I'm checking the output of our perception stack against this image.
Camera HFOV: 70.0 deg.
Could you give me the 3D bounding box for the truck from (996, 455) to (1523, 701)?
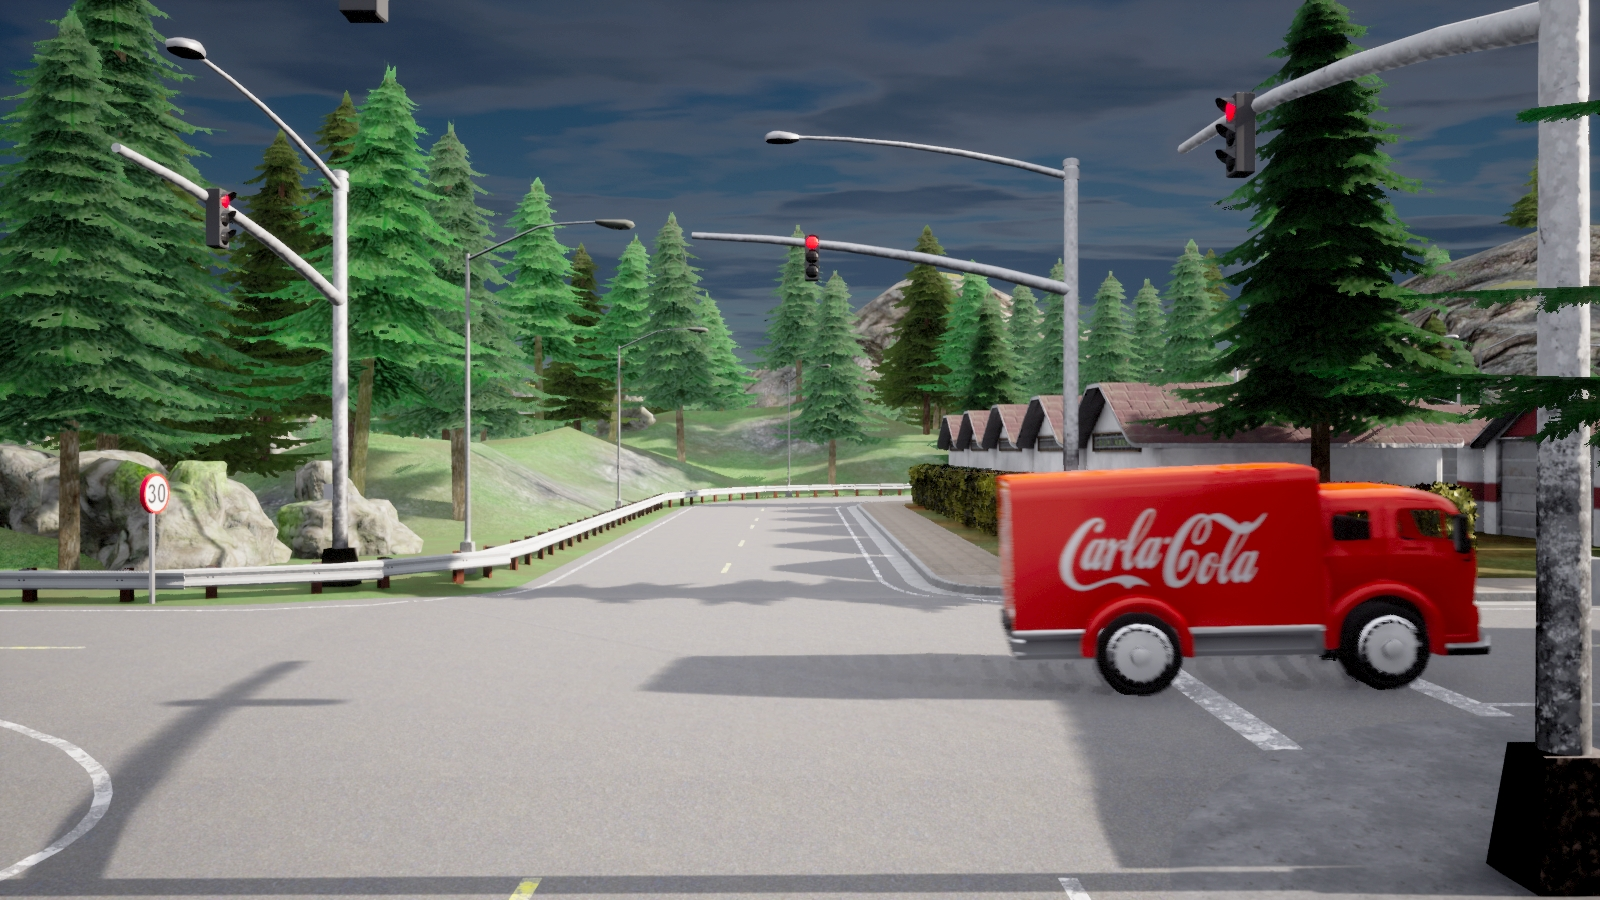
[{"bbox_3d":[5.073,1.408,13.539,5.204,2.467,2.627,-2,0,7],"label":"truck"}]
